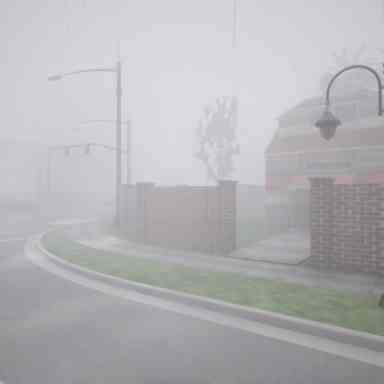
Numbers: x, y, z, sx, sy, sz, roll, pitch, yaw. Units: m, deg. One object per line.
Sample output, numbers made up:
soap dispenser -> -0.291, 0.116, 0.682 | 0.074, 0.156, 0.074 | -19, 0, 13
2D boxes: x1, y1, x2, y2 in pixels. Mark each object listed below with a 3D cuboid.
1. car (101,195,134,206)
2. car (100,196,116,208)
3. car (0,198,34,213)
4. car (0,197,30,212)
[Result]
car -> -11.061, 1.260, 49.704 | 1.812, 1.442, 4.674 | 0, 1, 37
car -> -10.146, 1.279, 45.107 | 1.837, 1.490, 4.892 | 0, 1, 37
car -> -18.735, 1.529, 33.724 | 1.895, 1.301, 4.718 | 0, 0, 37
car -> -20.866, 1.397, 36.705 | 1.882, 1.535, 5.008 | 0, 0, 37
